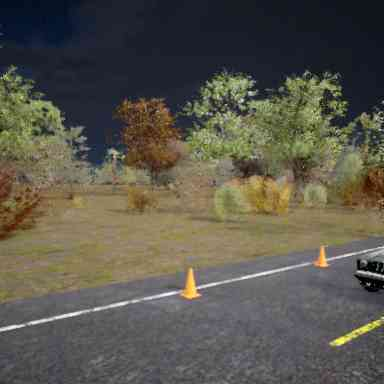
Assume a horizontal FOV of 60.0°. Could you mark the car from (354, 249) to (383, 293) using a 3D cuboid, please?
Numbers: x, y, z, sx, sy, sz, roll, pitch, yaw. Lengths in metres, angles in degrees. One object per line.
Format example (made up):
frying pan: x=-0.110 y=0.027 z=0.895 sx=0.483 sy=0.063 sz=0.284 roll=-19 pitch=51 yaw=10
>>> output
car: x=5.770 y=1.587 z=7.728 sx=4.718 sy=1.301 sz=1.895 roll=0 pitch=0 yaw=-37

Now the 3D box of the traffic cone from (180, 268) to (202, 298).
traffic cone: x=-0.023 y=1.955 z=7.249 sx=0.340 sy=0.580 sz=0.340 roll=0 pitch=0 yaw=-36

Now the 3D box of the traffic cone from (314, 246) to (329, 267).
traffic cone: x=3.991 y=1.945 z=10.189 sx=0.340 sy=0.580 sz=0.340 roll=0 pitch=0 yaw=-36
